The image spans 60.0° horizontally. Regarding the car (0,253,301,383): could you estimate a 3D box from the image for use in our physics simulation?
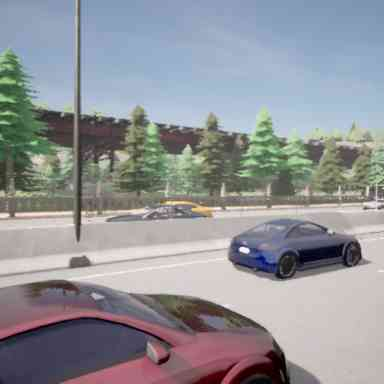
[{"bbox_3d":[-1.072,1.531,2.886,4.181,1.385,1.994,0,1,-35],"label":"car"}]

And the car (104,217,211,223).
[{"bbox_3d":[-1.646,1.355,15.345,4.902,1.511,2.128,0,1,-32],"label":"car"}]

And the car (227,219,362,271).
[{"bbox_3d":[3.081,1.501,9.815,4.181,1.385,1.994,0,0,-32],"label":"car"}]

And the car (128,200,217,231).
[{"bbox_3d":[-1.106,1.309,19.794,5.008,1.535,1.882,0,1,-32],"label":"car"}]
